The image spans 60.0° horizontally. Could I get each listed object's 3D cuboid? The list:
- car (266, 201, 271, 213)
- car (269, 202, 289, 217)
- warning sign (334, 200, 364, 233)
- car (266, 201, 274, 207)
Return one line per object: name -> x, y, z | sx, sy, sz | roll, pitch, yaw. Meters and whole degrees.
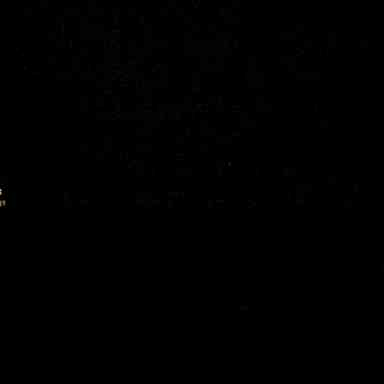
car -> 12.663, 2.519, 51.156 | 1.994, 1.385, 4.181 | -1, -1, 11
car -> 10.763, 2.273, 40.854 | 1.812, 1.442, 4.674 | -1, -1, 12
warning sign -> 9.191, 1.403, 19.523 | 1.300, 1.860, 1.060 | -1, -1, 11
car -> 20.706, 3.258, 88.761 | 1.801, 1.575, 5.366 | -1, -2, 11
